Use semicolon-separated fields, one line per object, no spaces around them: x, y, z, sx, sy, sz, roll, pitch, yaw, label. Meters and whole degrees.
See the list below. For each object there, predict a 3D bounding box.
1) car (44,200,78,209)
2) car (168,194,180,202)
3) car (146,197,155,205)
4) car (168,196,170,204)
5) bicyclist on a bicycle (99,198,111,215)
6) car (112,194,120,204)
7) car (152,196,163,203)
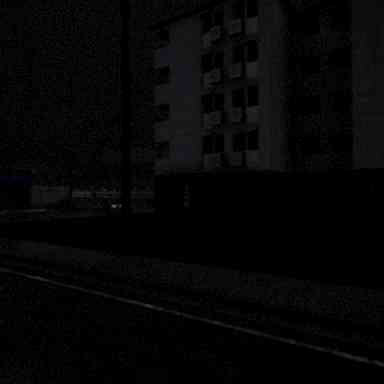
-18.502;1.734;47.237;1.895;1.301;4.718;0;0;25;car
-3.937;1.289;71.964;2.097;1.767;4.553;0;0;-9;car
-7.334;1.654;62.207;1.994;1.385;4.181;0;0;5;car
-3.899;1.601;61.200;1.812;1.442;4.674;0;0;5;car
-8.321;1.370;31.853;1.656;1.620;0.582;-1;0;35;bicyclist on a bicycle
-14.069;1.446;65.622;2.150;2.045;5.566;0;0;0;car
-7.480;1.544;72.045;1.994;1.385;4.181;0;0;-9;car
